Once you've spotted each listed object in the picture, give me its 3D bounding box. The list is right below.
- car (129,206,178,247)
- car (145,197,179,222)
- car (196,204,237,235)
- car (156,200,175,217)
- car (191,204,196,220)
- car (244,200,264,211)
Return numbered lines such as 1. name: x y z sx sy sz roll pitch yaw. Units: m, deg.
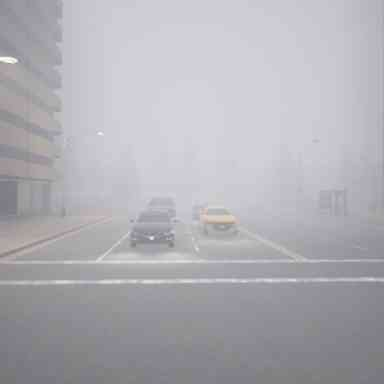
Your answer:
1. car: -1.740 1.614 15.650 1.837 1.490 4.892 0 0 -3
2. car: -2.286 1.402 25.483 2.150 2.045 5.566 0 0 -3
3. car: 1.501 1.639 20.399 1.882 1.535 5.008 0 0 -3
4. car: -2.833 1.734 35.933 1.882 1.535 5.008 0 0 -3
5. car: 0.932 1.783 30.664 2.033 1.411 5.357 0 0 -3
6. car: 9.043 1.927 48.614 1.812 1.442 4.674 0 0 27
